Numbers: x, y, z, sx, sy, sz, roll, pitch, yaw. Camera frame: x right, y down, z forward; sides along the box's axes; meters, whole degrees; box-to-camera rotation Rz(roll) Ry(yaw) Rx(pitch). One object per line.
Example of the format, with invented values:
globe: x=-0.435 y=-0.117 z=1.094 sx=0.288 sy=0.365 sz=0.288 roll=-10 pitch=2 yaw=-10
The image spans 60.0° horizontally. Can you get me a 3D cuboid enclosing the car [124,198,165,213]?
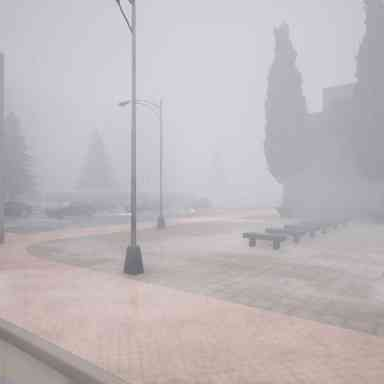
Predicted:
car: x=-5.469 y=1.564 z=36.640 sx=1.994 sy=1.385 sz=4.181 roll=0 pitch=0 yaw=38

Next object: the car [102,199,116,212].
car: x=-10.454 y=1.491 z=35.918 sx=2.128 sy=1.511 sz=4.902 roll=0 pitch=0 yaw=38

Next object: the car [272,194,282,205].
car: x=16.371 y=1.564 z=58.933 sx=1.994 sy=1.385 sz=4.181 roll=0 pitch=0 yaw=38

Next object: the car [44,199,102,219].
car: x=-10.774 y=1.526 z=29.736 sx=1.812 sy=1.442 sz=4.674 roll=0 pitch=0 yaw=37

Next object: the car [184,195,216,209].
car: x=0.873 y=1.505 z=44.860 sx=1.837 sy=1.490 sz=4.892 roll=0 pitch=0 yaw=38

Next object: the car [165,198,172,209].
car: x=-4.688 y=1.505 z=43.390 sx=1.837 sy=1.490 sz=4.892 roll=0 pitch=0 yaw=38

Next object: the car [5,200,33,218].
car: x=-16.239 y=1.505 z=28.491 sx=1.837 sy=1.490 sz=4.892 roll=0 pitch=0 yaw=39

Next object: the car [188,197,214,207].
car: x=1.464 y=1.564 z=51.329 sx=1.994 sy=1.385 sz=4.181 roll=0 pitch=0 yaw=38
